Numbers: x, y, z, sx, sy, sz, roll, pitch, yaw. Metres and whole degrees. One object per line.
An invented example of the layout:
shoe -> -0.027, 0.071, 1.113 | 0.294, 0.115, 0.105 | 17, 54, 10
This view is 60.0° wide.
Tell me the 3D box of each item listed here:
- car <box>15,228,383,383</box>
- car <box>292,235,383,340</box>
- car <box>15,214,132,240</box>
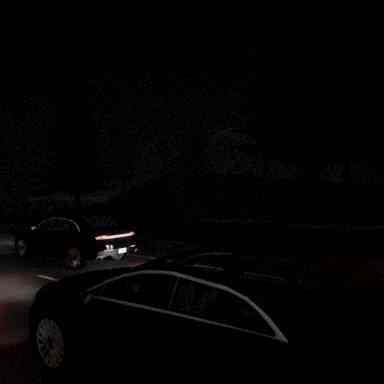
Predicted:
car -> -0.040, 1.489, 4.013 | 4.902, 1.511, 2.128 | 0, 0, 35
car -> 4.236, 1.600, 5.275 | 4.718, 1.301, 1.895 | 0, 0, 35
car -> -3.989, 1.477, 11.036 | 4.902, 1.511, 2.128 | 0, 0, 35
